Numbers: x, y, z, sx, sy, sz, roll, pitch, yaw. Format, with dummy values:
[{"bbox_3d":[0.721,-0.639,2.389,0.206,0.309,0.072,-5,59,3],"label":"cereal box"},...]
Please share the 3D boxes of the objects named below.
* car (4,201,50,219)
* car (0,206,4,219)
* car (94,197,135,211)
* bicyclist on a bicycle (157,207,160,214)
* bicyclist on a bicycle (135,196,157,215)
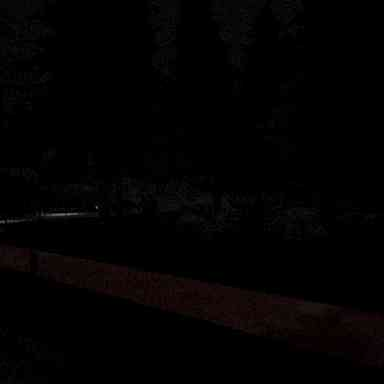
[{"bbox_3d":[-14.350,1.438,27.422,1.895,1.301,4.718,0,0,35],"label":"car"},{"bbox_3d":[-14.553,1.401,20.739,1.994,1.385,4.181,0,0,35],"label":"car"},{"bbox_3d":[-8.295,1.329,35.907,2.128,1.511,4.902,0,0,36],"label":"car"},{"bbox_3d":[-3.529,1.142,28.924,1.656,1.620,0.582,0,0,22],"label":"bicyclist on a bicycle"},{"bbox_3d":[-4.091,1.141,28.441,1.656,1.620,0.582,0,0,15],"label":"bicyclist on a bicycle"}]
